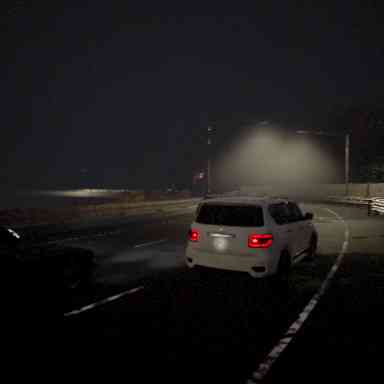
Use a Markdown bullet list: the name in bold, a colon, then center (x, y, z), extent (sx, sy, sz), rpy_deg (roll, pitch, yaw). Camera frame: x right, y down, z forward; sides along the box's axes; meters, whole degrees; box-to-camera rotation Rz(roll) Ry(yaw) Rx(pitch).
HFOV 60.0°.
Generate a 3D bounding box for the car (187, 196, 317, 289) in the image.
- **car**: center (1.972, 1.140, 9.336), extent (2.150, 2.045, 5.566), rpy_deg (1, 1, 31)

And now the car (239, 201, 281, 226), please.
- **car**: center (4.774, 1.374, 22.818), extent (1.994, 1.385, 4.181), rpy_deg (1, 1, 24)

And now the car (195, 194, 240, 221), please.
- **car**: center (2.026, 1.112, 25.357), extent (2.097, 1.767, 4.553), rpy_deg (1, 1, 22)

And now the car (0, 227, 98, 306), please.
- **car**: center (-4.103, 1.496, 6.176), extent (1.895, 1.301, 4.718), rpy_deg (1, 1, 33)

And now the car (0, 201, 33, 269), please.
- **car**: center (-6.817, 1.199, 8.456), extent (2.097, 1.767, 4.553), rpy_deg (1, 1, 33)
